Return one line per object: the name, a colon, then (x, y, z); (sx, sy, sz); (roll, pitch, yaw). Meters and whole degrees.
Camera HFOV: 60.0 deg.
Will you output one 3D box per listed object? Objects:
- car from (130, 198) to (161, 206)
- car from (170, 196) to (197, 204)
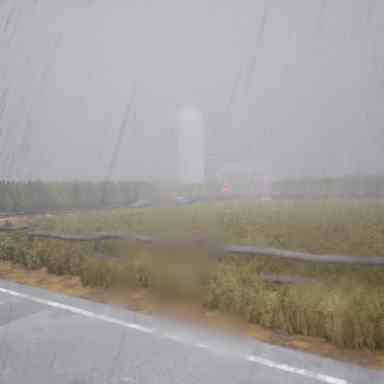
car: (-6.136, 1.528, 43.874); (2.128, 1.511, 4.902); (-2, 0, 34)
car: (-1.060, 1.359, 45.835); (1.837, 1.490, 4.892); (-2, 1, 33)
